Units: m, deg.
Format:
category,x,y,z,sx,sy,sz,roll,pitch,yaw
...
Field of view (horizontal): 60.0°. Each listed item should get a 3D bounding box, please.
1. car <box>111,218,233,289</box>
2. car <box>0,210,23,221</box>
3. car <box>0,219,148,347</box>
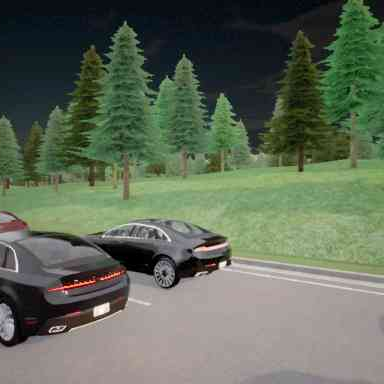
category,x,y,z,sx,sy,sz,roll,pitch,yaw
car,-1.256,1.492,9.206,4.902,1.511,2.128,0,0,35
car,-9.037,1.526,14.778,4.674,1.442,1.812,0,0,36
car,-3.315,1.505,6.373,4.892,1.490,1.837,0,0,36
